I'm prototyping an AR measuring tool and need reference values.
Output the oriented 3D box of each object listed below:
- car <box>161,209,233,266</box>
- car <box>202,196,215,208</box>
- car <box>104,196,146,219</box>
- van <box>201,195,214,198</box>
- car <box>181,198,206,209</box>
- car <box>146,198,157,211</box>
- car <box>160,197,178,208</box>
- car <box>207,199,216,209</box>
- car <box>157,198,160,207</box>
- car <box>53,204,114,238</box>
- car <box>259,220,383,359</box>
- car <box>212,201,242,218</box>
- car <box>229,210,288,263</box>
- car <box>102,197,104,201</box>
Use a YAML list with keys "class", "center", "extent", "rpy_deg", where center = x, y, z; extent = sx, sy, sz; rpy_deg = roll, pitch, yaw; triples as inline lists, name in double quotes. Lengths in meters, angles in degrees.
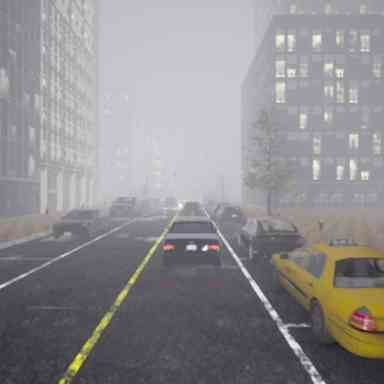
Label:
- class: "car"
  center: [0.022, 1.534, 11.415]
  extent: [2.033, 1.411, 5.357]
  rpy_deg: [0, 0, 1]
- class: "car"
  center: [2.644, 1.546, 45.836]
  extent: [1.802, 1.307, 4.206]
  rpy_deg: [0, 0, 0]
- class: "car"
  center: [-5.696, 1.286, 28.792]
  extent: [2.192, 1.841, 5.009]
  rpy_deg: [0, 0, 0]
- class: "van"
  center: [2.642, 1.304, 51.525]
  extent: [1.690, 1.788, 3.998]
  rpy_deg: [0, 0, 0]
- class: "car"
  center: [0.040, 1.496, 29.194]
  extent: [1.812, 1.442, 4.674]
  rpy_deg: [0, 0, 1]
- class: "car"
  center: [-5.702, 1.510, 40.170]
  extent: [1.887, 1.381, 4.507]
  rpy_deg: [0, 0, 0]
- class: "car"
  center: [-3.109, 1.469, 48.326]
  extent: [1.837, 1.490, 4.892]
  rpy_deg: [0, 0, 0]
- class: "car"
  center: [2.650, 1.537, 28.769]
  extent: [1.947, 1.339, 4.313]
  rpy_deg: [0, 0, 0]
- class: "car"
  center: [-5.706, 1.528, 51.548]
  extent: [1.947, 1.339, 4.313]
  rpy_deg: [0, 0, 0]
- class: "car"
  center: [-5.693, 1.546, 17.414]
  extent: [1.947, 1.339, 4.313]
  rpy_deg: [0, 0, 0]
- class: "car"
  center: [2.665, 1.518, 6.182]
  extent: [1.752, 1.417, 4.829]
  rpy_deg: [0, 0, 0]
- class: "car"
  center: [2.652, 1.541, 23.079]
  extent: [1.947, 1.339, 4.313]
  rpy_deg: [0, 0, 0]
- class: "car"
  center: [2.658, 1.537, 11.702]
  extent: [2.008, 1.369, 4.403]
  rpy_deg: [0, 0, 0]
- class: "car"
  center: [-17.492, 1.486, 72.329]
  extent: [4.206, 1.307, 1.802]
  rpy_deg: [0, 0, 0]
